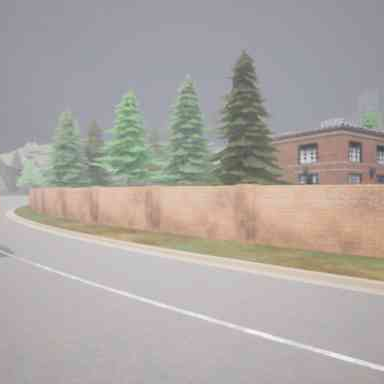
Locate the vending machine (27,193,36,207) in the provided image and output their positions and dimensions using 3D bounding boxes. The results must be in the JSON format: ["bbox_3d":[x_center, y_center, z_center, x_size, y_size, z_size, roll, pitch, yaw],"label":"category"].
[{"bbox_3d":[-23.361,1.147,48.514,1.100,2.100,0.880,0,0,-18],"label":"vending machine"}]
